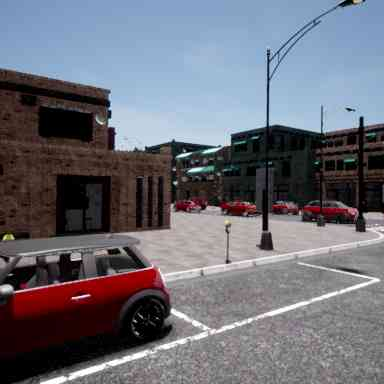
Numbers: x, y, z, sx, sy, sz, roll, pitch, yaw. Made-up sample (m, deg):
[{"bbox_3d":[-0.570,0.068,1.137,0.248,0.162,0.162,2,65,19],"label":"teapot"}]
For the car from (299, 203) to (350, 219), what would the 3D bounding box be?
[{"bbox_3d":[12.938,1.811,32.664,1.947,1.339,4.313,0,-1,-35],"label":"car"}]

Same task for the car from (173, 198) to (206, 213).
[{"bbox_3d":[-0.665,1.828,42.116,1.812,1.442,4.674,1,-1,-35],"label":"car"}]

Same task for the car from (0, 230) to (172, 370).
[{"bbox_3d":[-2.409,1.440,4.826,4.097,1.590,1.967,0,1,-36],"label":"car"}]

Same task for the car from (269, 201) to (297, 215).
[{"bbox_3d":[9.773,1.739,37.222,1.967,1.590,4.097,0,-1,-35],"label":"car"}]

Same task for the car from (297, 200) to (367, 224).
[{"bbox_3d":[10.882,1.462,25.581,2.097,1.767,4.553,1,-1,-36],"label":"car"}]

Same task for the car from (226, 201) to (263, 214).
[{"bbox_3d":[6.511,1.878,41.917,1.752,1.417,4.829,0,-1,-35],"label":"car"}]

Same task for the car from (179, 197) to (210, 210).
[{"bbox_3d":[0.277,1.772,50.893,2.192,1.841,5.009,0,-1,-35],"label":"car"}]

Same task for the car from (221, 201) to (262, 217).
[{"bbox_3d":[5.012,1.685,33.937,1.882,1.535,5.008,1,-1,-35],"label":"car"}]
